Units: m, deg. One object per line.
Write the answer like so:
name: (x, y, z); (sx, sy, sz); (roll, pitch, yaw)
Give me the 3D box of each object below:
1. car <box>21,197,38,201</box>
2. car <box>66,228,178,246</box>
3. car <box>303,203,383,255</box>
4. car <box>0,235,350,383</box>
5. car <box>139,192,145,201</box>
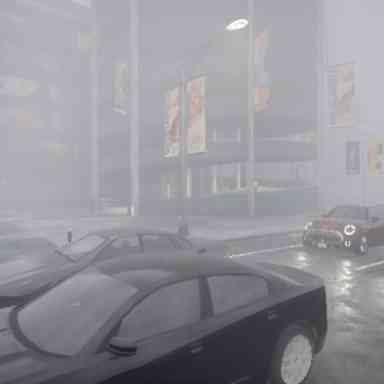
car: (-25.530, 1.396, 52.432); (1.895, 1.301, 4.718); (0, 0, -36)
car: (-1.529, 1.528, 7.215); (5.357, 1.411, 2.033); (0, 0, -36)
car: (6.335, 1.263, 12.994); (4.553, 1.767, 2.097); (-1, 0, -37)
car: (-0.534, 1.467, 3.620); (5.008, 1.535, 1.882); (0, 0, -37)
car: (-11.027, 0.831, 63.939); (2.435, 2.045, 5.566); (0, 0, -36)
